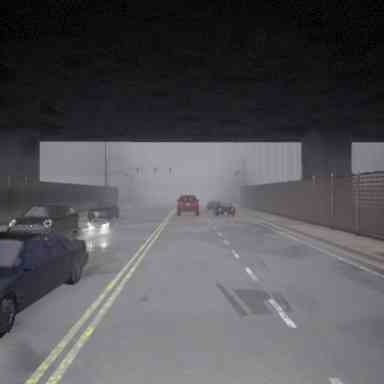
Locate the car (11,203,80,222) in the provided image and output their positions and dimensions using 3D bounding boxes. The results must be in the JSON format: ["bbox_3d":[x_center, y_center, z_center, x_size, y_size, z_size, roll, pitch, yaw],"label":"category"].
[{"bbox_3d":[-7.288,1.410,16.808,2.097,1.767,4.553,0,0,-1],"label":"car"}]

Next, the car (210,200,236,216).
[{"bbox_3d":[3.161,1.715,33.480,1.895,1.301,4.718,0,0,-1],"label":"car"}]

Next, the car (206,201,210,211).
[{"bbox_3d":[3.009,1.713,43.698,1.994,1.385,4.181,0,0,-1],"label":"car"}]

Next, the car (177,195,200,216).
[{"bbox_3d":[-0.401,1.338,34.167,2.150,2.045,5.566,0,0,-1],"label":"car"}]

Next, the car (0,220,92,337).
[{"bbox_3d":[-3.785,1.572,6.928,2.033,1.411,5.357,0,0,1],"label":"car"}]

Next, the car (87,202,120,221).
[{"bbox_3d":[-7.451,1.588,28.432,2.128,1.511,4.902,0,0,-1],"label":"car"}]

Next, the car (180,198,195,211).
[{"bbox_3d":[-0.595,1.631,44.876,1.882,1.535,5.008,0,0,-1],"label":"car"}]
